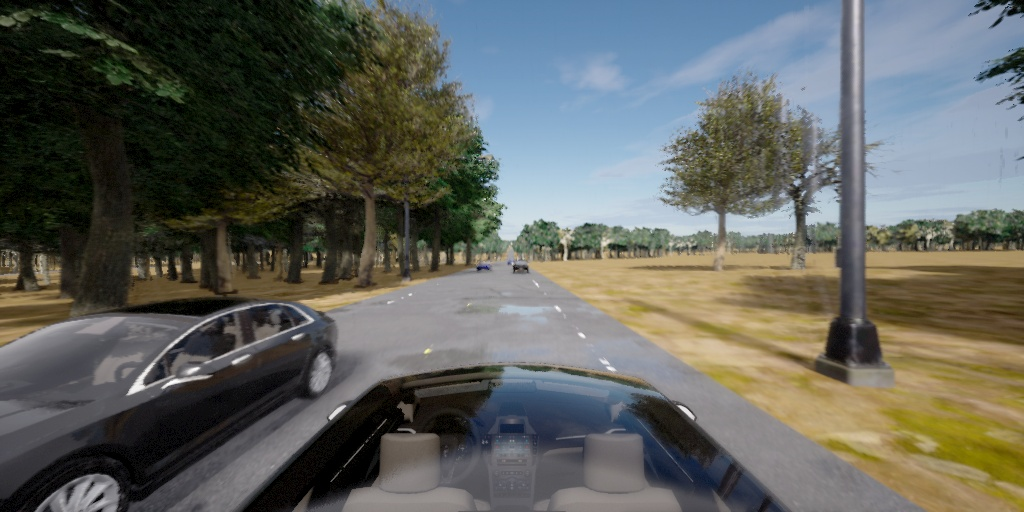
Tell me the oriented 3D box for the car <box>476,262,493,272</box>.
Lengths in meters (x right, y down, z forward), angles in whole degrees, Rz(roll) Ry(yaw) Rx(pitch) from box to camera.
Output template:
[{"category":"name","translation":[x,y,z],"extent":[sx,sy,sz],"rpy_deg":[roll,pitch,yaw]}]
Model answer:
[{"category":"car","translation":[-3.559,1.382,46.614],"extent":[1.895,1.301,4.718],"rpy_deg":[0,0,1]}]

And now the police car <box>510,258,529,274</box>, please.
[{"category":"police car","translation":[1.035,1.201,42.628],"extent":[1.930,1.638,5.238],"rpy_deg":[0,0,0]}]

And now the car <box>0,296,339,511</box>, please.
[{"category":"car","translation":[-3.599,1.256,3.674],"extent":[1.837,1.490,4.892],"rpy_deg":[0,0,0]}]
